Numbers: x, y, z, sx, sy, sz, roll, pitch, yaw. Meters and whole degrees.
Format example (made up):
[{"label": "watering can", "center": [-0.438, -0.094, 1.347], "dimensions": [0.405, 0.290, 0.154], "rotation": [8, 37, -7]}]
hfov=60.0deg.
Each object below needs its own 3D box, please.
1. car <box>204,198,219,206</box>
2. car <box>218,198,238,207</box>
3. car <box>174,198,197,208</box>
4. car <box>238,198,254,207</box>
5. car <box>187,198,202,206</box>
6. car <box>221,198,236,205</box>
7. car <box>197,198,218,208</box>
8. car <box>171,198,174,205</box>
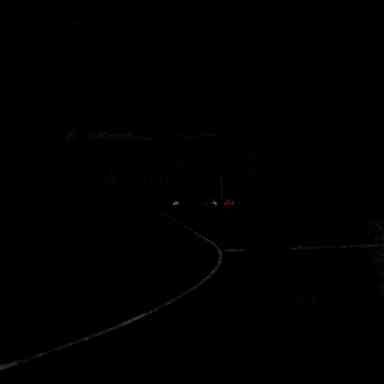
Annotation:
[{"label": "car", "center": [3.881, 1.893, 66.967], "dimensions": [1.837, 1.490, 4.892], "rotation": [0, 0, -10]}, {"label": "car", "center": [5.730, 1.940, 56.893], "dimensions": [1.895, 1.301, 4.718], "rotation": [0, 0, -10]}, {"label": "car", "center": [-1.127, 1.797, 55.484], "dimensions": [2.128, 1.511, 4.902], "rotation": [0, 0, -10]}, {"label": "car", "center": [9.178, 1.847, 57.498], "dimensions": [2.128, 1.511, 4.902], "rotation": [0, 0, -10]}, {"label": "car", "center": [0.438, 1.919, 66.336], "dimensions": [2.033, 1.411, 5.357], "rotation": [0, 0, -10]}, {"label": "car", "center": [7.323, 1.930, 67.599], "dimensions": [1.812, 1.442, 4.674], "rotation": [0, 0, -10]}, {"label": "car", "center": [2.328, 1.869, 56.043], "dimensions": [2.033, 1.411, 5.357], "rotation": [0, 0, -10]}, {"label": "car", "center": [-3.004, 1.847, 65.705], "dimensions": [2.128, 1.511, 4.902], "rotation": [0, 0, -10]}]
